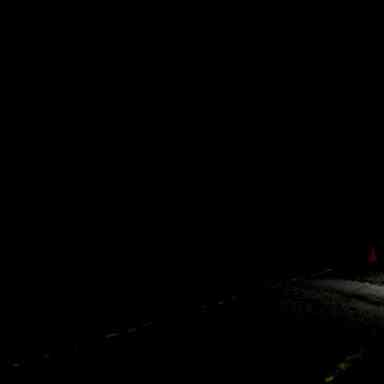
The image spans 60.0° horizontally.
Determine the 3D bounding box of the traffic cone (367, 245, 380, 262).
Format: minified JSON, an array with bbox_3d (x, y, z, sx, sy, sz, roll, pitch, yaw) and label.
[{"bbox_3d":[6.506,2.182,11.933,0.340,0.580,0.340,1,-2,-40],"label":"traffic cone"}]
